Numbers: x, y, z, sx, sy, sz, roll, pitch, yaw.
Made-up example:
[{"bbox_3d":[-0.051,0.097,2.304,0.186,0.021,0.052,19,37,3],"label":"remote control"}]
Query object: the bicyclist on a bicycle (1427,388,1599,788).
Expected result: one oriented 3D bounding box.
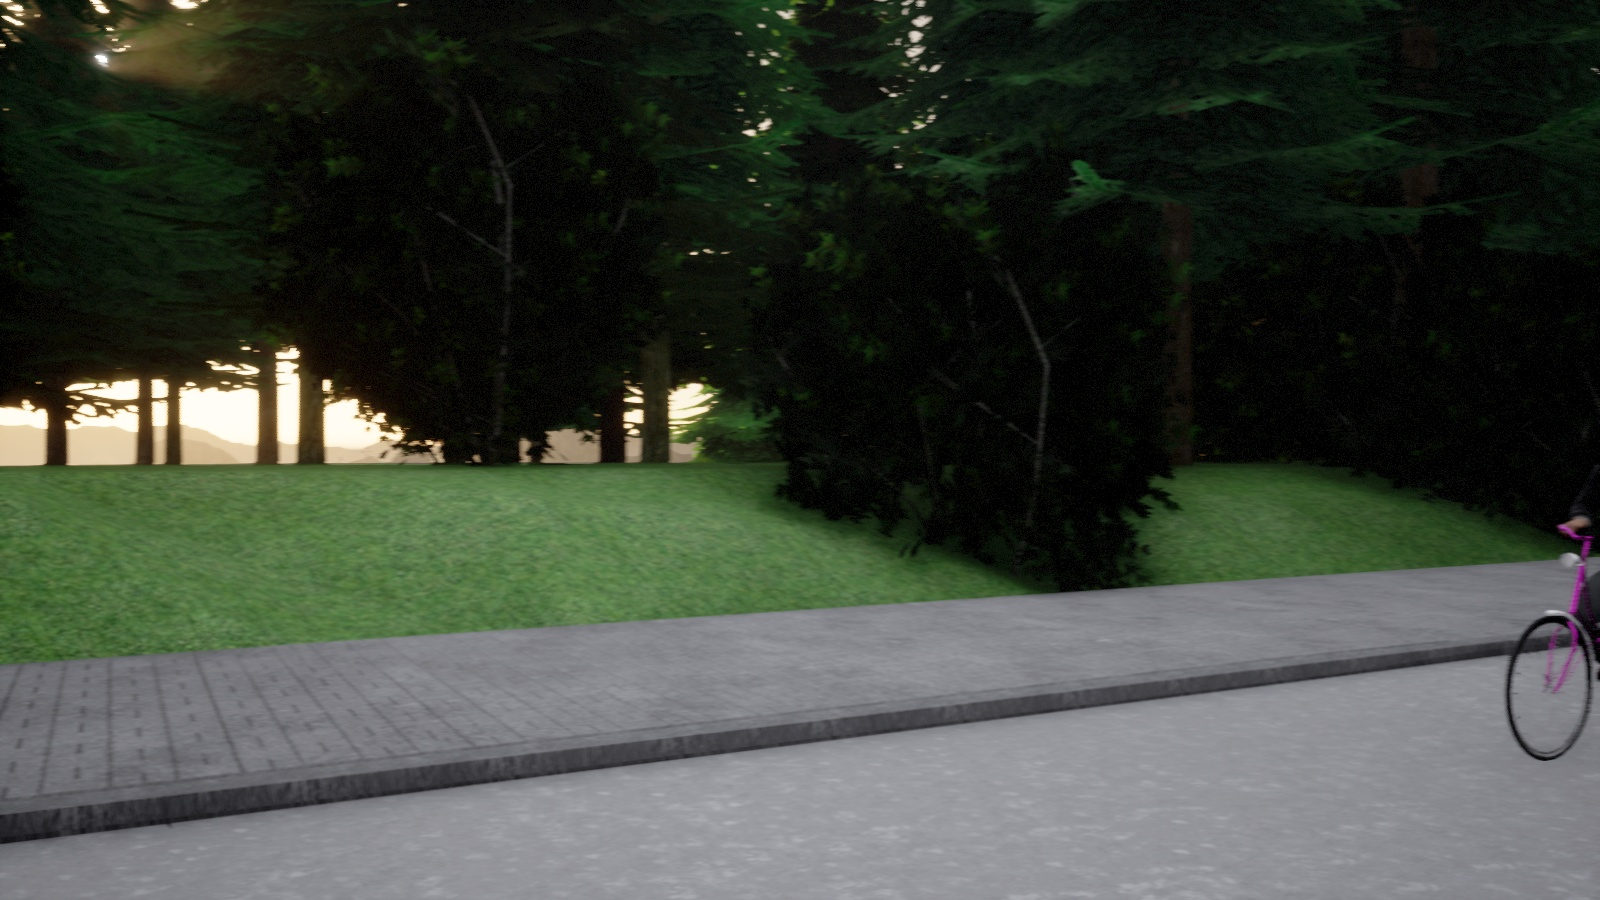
[{"bbox_3d":[4.041,0.618,6.319,1.843,1.776,0.659,0,0,-29],"label":"bicyclist on a bicycle"}]
